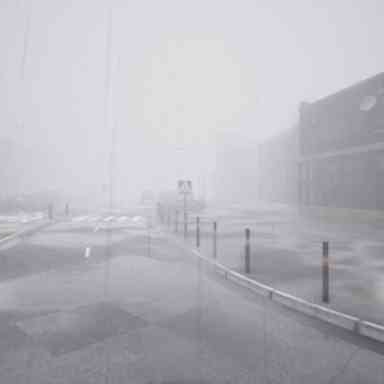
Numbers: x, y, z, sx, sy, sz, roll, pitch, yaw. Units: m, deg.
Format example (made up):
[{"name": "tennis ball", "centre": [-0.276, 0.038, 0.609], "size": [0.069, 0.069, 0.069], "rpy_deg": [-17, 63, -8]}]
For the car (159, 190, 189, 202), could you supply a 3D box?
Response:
[{"name": "car", "centre": [-3.325, 0.743, 61.161], "size": [5.566, 2.045, 2.435], "rpy_deg": [0, 1, -5]}]

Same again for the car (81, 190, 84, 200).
[{"name": "car", "centre": [-23.788, 0.809, 63.906], "size": [4.553, 1.767, 2.185], "rpy_deg": [0, 1, -5]}]

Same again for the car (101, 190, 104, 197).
[{"name": "car", "centre": [-25.304, 0.772, 83.146], "size": [4.674, 1.452, 2.002], "rpy_deg": [0, 1, -5]}]

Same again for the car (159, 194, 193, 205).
[{"name": "car", "centre": [-2.418, 1.143, 50.085], "size": [5.008, 1.535, 2.097], "rpy_deg": [0, 1, -5]}]

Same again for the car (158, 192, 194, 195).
[{"name": "car", "centre": [-1.486, 1.154, 38.874], "size": [4.553, 1.767, 2.185], "rpy_deg": [0, 1, -5]}]

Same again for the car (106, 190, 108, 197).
[{"name": "car", "centre": [-25.743, 0.685, 88.642], "size": [4.892, 1.521, 2.231], "rpy_deg": [0, 1, -5]}]

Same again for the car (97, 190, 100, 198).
[{"name": "car", "centre": [-24.858, 0.786, 77.650], "size": [4.892, 1.521, 2.231], "rpy_deg": [0, 1, -5]}]

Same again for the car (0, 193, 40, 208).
[{"name": "car", "centre": [-21.954, 1.086, 41.922], "size": [4.553, 1.767, 2.185], "rpy_deg": [0, 1, -5]}]

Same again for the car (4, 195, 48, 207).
[{"name": "car", "centre": [-22.213, 1.181, 44.673], "size": [4.892, 1.521, 2.231], "rpy_deg": [0, 1, -5]}]

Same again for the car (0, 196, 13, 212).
[{"name": "car", "centre": [-21.289, 1.168, 33.673], "size": [4.553, 1.767, 2.185], "rpy_deg": [0, 0, -5]}]

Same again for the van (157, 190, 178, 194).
[{"name": "van", "centre": [-1.865, 1.025, 41.760], "size": [4.442, 1.987, 1.878], "rpy_deg": [0, 1, -5]}]

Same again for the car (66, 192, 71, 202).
[{"name": "car", "centre": [-22.686, 1.070, 52.932], "size": [5.366, 1.575, 1.946], "rpy_deg": [0, 1, -5]}]

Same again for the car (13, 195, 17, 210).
[{"name": "car", "centre": [-21.761, 1.280, 39.173], "size": [4.674, 1.452, 2.002], "rpy_deg": [0, 1, -5]}]

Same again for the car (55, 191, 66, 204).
[{"name": "car", "centre": [-22.677, 0.857, 50.164], "size": [5.566, 2.045, 2.435], "rpy_deg": [0, 1, -5]}]

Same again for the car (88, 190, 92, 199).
[{"name": "car", "centre": [-24.193, 0.873, 69.407], "size": [4.892, 1.521, 2.231], "rpy_deg": [0, 1, -5]}]

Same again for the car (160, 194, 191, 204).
[{"name": "car", "centre": [-2.617, 1.109, 52.731], "size": [4.892, 1.521, 2.231], "rpy_deg": [0, 1, -5]}]

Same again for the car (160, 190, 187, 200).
[{"name": "car", "centre": [-3.921, 0.641, 69.350], "size": [5.566, 2.045, 2.435], "rpy_deg": [0, 1, -5]}]

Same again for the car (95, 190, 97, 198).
[{"name": "car", "centre": [-24.636, 0.814, 74.903], "size": [4.892, 1.521, 2.231], "rpy_deg": [0, 1, -5]}]

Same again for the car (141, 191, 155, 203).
[{"name": "car", "centre": [-7.653, 0.775, 57.795], "size": [2.150, 2.045, 5.566], "rpy_deg": [0, 1, -5]}]

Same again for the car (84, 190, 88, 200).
[{"name": "car", "centre": [-23.947, 0.777, 66.660], "size": [4.553, 1.767, 2.185], "rpy_deg": [0, 1, -5]}]

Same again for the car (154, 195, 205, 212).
[{"name": "car", "centre": [-1.115, 1.351, 33.453], "size": [4.792, 1.488, 2.163], "rpy_deg": [0, 0, -5]}]

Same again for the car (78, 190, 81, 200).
[{"name": "car", "centre": [-23.566, 0.842, 61.158], "size": [4.553, 1.767, 2.185], "rpy_deg": [0, 1, -5]}]

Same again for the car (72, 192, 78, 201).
[{"name": "car", "centre": [-23.319, 1.002, 58.414], "size": [5.008, 1.535, 2.097], "rpy_deg": [0, 1, -5]}]

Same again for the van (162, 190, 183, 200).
[{"name": "van", "centre": [-4.287, 0.633, 72.111], "size": [4.442, 1.987, 1.878], "rpy_deg": [0, 1, -5]}]

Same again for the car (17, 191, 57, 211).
[{"name": "car", "centre": [-17.046, 1.125, 36.824], "size": [2.097, 1.767, 4.553], "rpy_deg": [-1, 1, -5]}]

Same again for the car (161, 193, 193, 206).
[{"name": "car", "centre": [-2.150, 1.057, 47.191], "size": [4.553, 1.767, 2.185], "rpy_deg": [0, 1, -5]}]

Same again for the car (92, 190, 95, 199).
[{"name": "car", "centre": [-24.415, 0.842, 72.155], "size": [4.892, 1.521, 2.231], "rpy_deg": [0, 1, -5]}]
